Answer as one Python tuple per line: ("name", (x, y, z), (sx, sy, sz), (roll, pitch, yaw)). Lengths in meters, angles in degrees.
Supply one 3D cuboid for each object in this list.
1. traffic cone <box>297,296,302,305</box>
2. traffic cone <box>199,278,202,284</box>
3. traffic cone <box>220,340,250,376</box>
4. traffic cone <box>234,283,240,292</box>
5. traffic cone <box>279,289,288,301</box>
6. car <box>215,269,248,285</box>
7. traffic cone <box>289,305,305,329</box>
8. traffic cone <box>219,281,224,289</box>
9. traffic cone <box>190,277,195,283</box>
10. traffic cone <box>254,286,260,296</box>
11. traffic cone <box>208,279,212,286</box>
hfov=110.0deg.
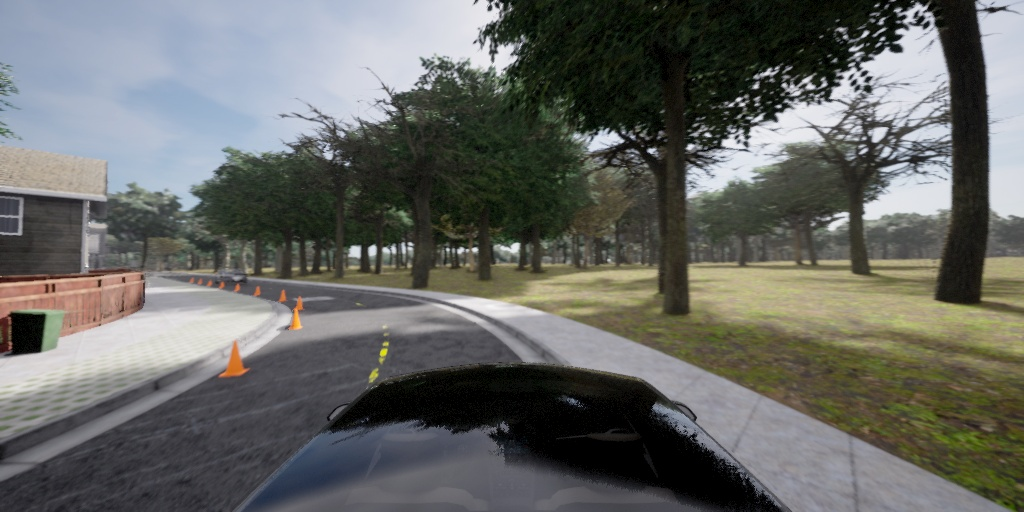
("traffic cone", (-8.719, 1.927, 14.727), (0.340, 0.580, 0.340), (0, 0, -35))
("traffic cone", (-30.196, 2.442, 34.741), (0.340, 0.580, 0.340), (0, 0, 42))
("traffic cone", (-4.990, 1.815, 6.466), (0.340, 0.580, 0.340), (0, 0, -14))
("traffic cone", (-18.969, 2.160, 24.792), (0.340, 0.580, 0.340), (0, 0, 42))
("traffic cone", (-11.630, 1.989, 18.225), (0.340, 0.580, 0.340), (0, 0, -45))
("car", (-27.013, 1.971, 34.508), (4.902, 1.511, 2.128), (-1, -2, 41))
("traffic cone", (-6.482, 1.870, 10.765), (0.340, 0.580, 0.340), (0, 0, -24))
("traffic cone", (-22.711, 2.254, 28.108), (0.340, 0.580, 0.340), (0, 0, 42))
("traffic cone", (-33.937, 2.536, 38.057), (0.340, 0.580, 0.340), (0, 0, 42))
("traffic cone", (-15.227, 2.068, 21.476), (0.340, 0.580, 0.340), (0, 0, 42))
("traffic cone", (-26.453, 2.348, 31.425), (0.340, 0.580, 0.340), (0, 0, 42))
